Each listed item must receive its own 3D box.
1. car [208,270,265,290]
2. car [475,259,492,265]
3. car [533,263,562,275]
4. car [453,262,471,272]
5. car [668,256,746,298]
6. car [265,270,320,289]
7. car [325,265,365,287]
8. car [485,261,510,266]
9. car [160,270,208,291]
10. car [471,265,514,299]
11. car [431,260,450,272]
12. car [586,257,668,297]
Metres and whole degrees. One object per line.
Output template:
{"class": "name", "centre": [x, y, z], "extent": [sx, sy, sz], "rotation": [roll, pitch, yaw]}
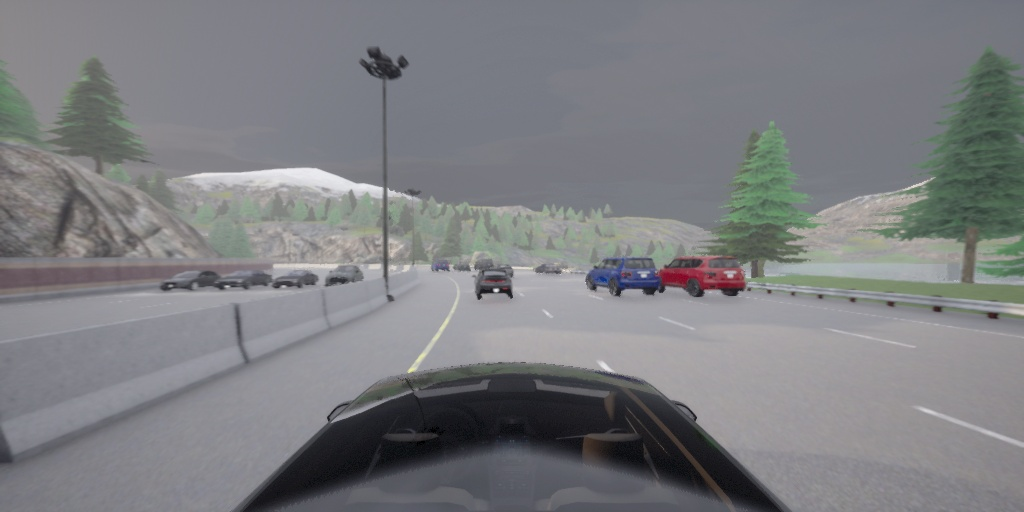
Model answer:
{"class": "car", "centre": [-20.180, 1.757, 27.345], "extent": [2.033, 1.411, 5.357], "rotation": [-1, -1, -12]}
{"class": "car", "centre": [-4.788, 1.580, 61.061], "extent": [2.150, 2.045, 5.566], "rotation": [0, -1, -23]}
{"class": "car", "centre": [4.485, 1.662, 45.872], "extent": [2.033, 1.411, 5.357], "rotation": [0, -1, -18]}
{"class": "car", "centre": [-8.550, 1.746, 60.578], "extent": [2.097, 1.767, 4.553], "rotation": [-1, -1, -23]}
{"class": "car", "centre": [9.706, 1.030, 19.199], "extent": [2.150, 2.045, 5.566], "rotation": [0, -1, -8]}
{"class": "car", "centre": [-16.756, 1.795, 28.076], "extent": [2.033, 1.411, 5.357], "rotation": [-1, -1, -12]}
{"class": "car", "centre": [-13.336, 1.521, 28.812], "extent": [2.097, 1.767, 4.553], "rotation": [-1, -1, -12]}
{"class": "car", "centre": [-1.115, 1.595, 38.364], "extent": [2.128, 1.511, 4.902], "rotation": [0, -1, -14]}
{"class": "car", "centre": [-23.613, 1.805, 26.667], "extent": [1.837, 1.490, 4.892], "rotation": [-1, -1, -12]}
{"class": "car", "centre": [-1.101, 1.435, 19.734], "extent": [1.837, 1.490, 4.892], "rotation": [0, -1, -8]}
{"class": "car", "centre": [-12.090, 1.652, 60.270], "extent": [2.150, 2.045, 5.566], "rotation": [0, -1, -24]}
{"class": "car", "centre": [6.015, 1.077, 20.060], "extent": [2.150, 2.045, 5.566], "rotation": [0, -1, -8]}
